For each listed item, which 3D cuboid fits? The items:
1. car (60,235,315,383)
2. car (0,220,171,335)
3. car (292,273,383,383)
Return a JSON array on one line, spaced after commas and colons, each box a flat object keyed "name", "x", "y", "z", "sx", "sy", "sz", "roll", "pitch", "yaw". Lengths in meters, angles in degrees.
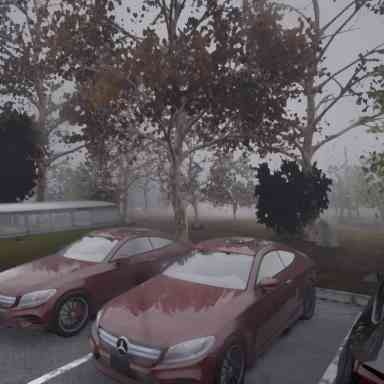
[{"name": "car", "x": 0.608, "y": 1.522, "z": 5.330, "sx": 2.002, "sy": 1.452, "sz": 4.674, "roll": 0, "pitch": 0, "yaw": 36}, {"name": "car", "x": -1.659, "y": 1.517, "z": 6.948, "sx": 2.002, "sy": 1.452, "sz": 4.674, "roll": 0, "pitch": 0, "yaw": 36}, {"name": "car", "x": 2.993, "y": 1.510, "z": 3.660, "sx": 2.163, "sy": 1.488, "sz": 4.792, "roll": 0, "pitch": 0, "yaw": 36}]
